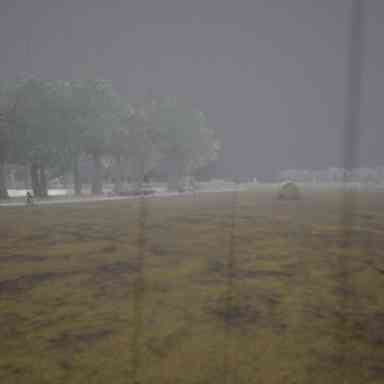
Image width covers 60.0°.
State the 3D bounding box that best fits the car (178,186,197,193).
[{"bbox_3d":[-0.899,-0.506,66.643,1.837,1.490,4.892,-1,2,35],"label":"car"}]

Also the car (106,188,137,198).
[{"bbox_3d":[-12.097,0.122,55.717,1.837,1.490,4.892,-1,1,36],"label":"car"}]

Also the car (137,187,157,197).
[{"bbox_3d":[-8.031,-0.052,56.529,1.882,1.535,5.008,-1,2,36],"label":"car"}]

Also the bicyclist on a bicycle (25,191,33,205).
[{"bbox_3d":[-18.111,0.677,36.926,1.656,1.620,0.582,0,1,35],"label":"bicyclist on a bicycle"}]
